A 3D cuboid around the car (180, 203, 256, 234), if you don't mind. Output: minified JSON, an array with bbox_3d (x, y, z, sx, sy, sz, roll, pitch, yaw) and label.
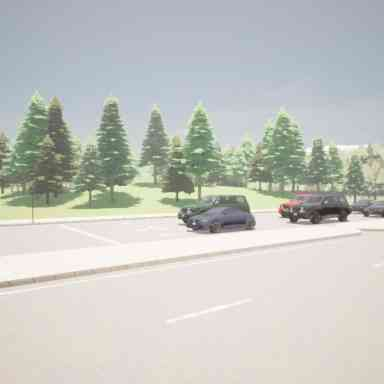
[{"bbox_3d":[1.749,1.564,19.410,4.181,1.385,1.994,0,0,-35],"label":"car"}]

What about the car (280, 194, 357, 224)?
[{"bbox_3d":[9.511,1.221,24.816,5.566,2.045,2.150,0,0,-34],"label":"car"}]

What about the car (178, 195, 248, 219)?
[{"bbox_3d":[1.685,1.221,23.630,5.566,2.045,2.150,0,0,-35],"label":"car"}]

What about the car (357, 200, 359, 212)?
[{"bbox_3d":[18.311,1.526,35.168,4.674,1.442,1.812,0,0,-34],"label":"car"}]

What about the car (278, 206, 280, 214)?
[{"bbox_3d":[10.166,1.221,29.507,5.566,2.045,2.150,0,0,-33],"label":"car"}]

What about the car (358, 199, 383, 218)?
[{"bbox_3d":[17.570,1.526,30.398,4.674,1.442,1.812,0,0,-34],"label":"car"}]
